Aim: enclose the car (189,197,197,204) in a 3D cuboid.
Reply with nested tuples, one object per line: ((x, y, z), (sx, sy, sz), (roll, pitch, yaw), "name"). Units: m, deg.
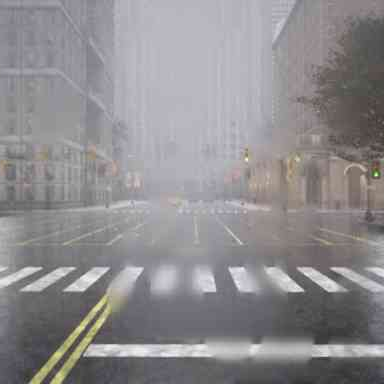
((0.264, 1.933, 78.183), (2.128, 1.511, 4.902), (0, 0, 1), "car")

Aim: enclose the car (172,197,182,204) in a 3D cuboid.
((-3.276, 1.940, 74.671), (1.882, 1.535, 5.008), (0, 0, 1), "car")

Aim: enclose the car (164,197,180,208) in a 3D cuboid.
((-3.527, 1.819, 55.138), (1.882, 1.535, 5.008), (0, 0, 0), "car")

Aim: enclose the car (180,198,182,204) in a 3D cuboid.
((-3.441, 1.877, 64.447), (1.882, 1.535, 5.008), (0, 0, 1), "car")

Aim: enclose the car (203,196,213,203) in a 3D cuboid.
((3.764, 1.763, 78.115), (2.097, 1.767, 4.553), (0, 0, 1), "car")
